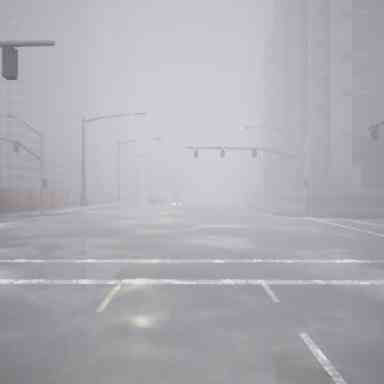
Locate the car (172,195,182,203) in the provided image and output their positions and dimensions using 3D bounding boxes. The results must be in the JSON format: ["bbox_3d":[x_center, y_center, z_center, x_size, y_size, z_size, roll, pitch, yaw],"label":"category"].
[{"bbox_3d":[-3.180,1.471,71.638,2.128,1.511,4.902,0,0,1],"label":"car"}]

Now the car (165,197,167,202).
[{"bbox_3d":[-6.653,1.454,73.359,2.033,1.411,5.357,0,0,1],"label":"car"}]

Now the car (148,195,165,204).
[{"bbox_3d":[-6.840,1.284,61.543,2.097,1.767,4.553,0,0,1],"label":"car"}]
